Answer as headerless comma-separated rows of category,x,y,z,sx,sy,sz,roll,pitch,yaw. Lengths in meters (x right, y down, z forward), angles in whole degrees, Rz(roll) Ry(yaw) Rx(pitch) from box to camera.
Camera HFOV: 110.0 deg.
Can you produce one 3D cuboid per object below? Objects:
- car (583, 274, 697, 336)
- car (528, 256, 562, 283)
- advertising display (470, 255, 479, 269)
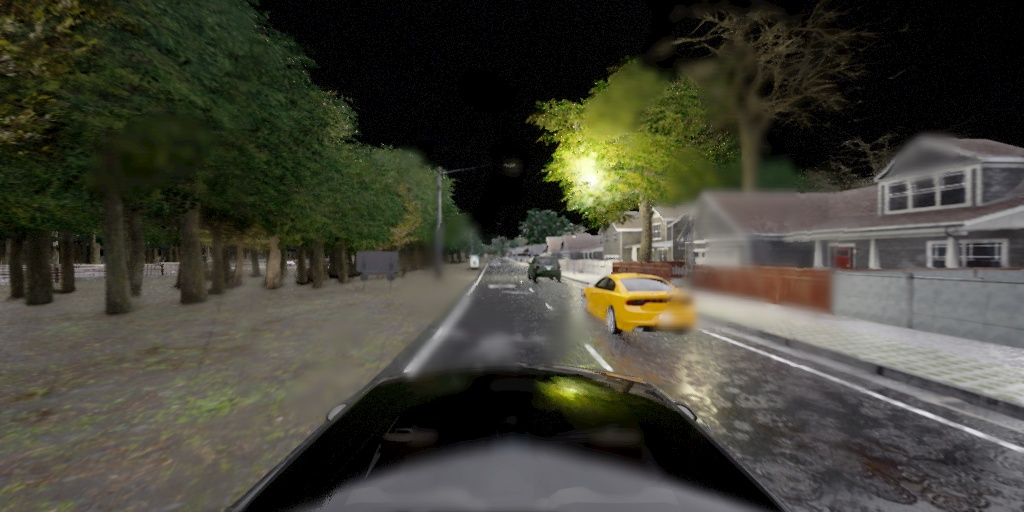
car,3.425,1.252,10.585,1.882,1.535,5.008,0,0,-1
car,2.590,1.053,29.288,2.150,2.045,5.566,0,0,-3
advertising display,-6.272,0.981,60.316,1.540,2.440,0.280,0,0,-3
